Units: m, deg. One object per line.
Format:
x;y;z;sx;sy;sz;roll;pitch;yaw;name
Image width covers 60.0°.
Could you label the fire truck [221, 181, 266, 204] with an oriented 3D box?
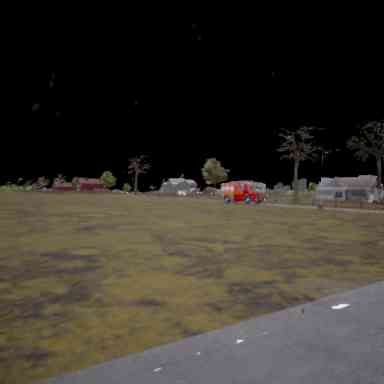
8.753;0.003;57.503;2.891;3.827;8.468;3;0;-35;fire truck
